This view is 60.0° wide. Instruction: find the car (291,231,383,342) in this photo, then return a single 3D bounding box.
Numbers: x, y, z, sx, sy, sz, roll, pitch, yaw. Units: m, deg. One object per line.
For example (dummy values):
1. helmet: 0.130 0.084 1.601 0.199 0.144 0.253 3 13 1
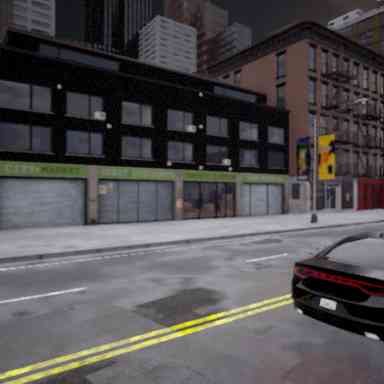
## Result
1. car: 4.000 1.484 6.291 5.008 1.535 1.882 0 0 -36
